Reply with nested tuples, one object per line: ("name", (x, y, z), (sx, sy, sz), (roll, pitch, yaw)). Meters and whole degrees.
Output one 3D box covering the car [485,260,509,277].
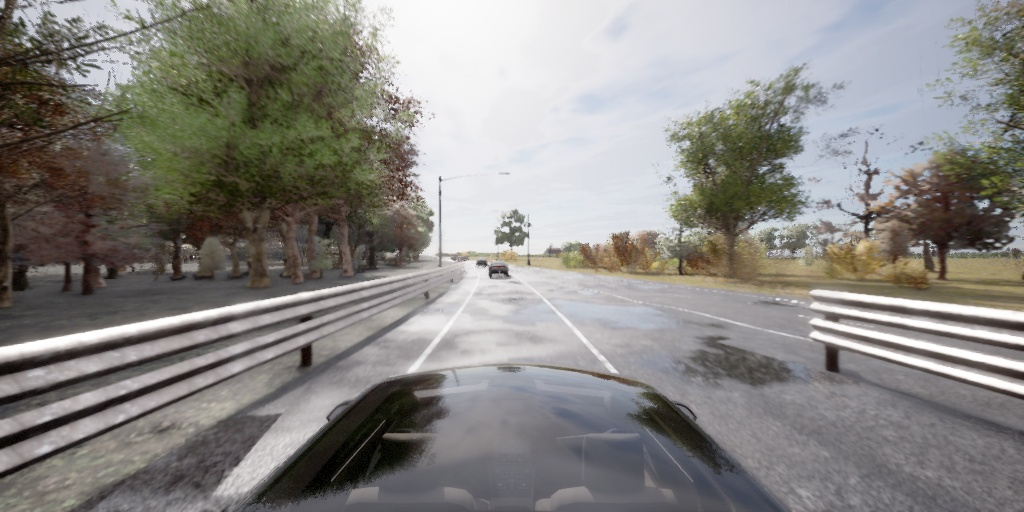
("car", (-1.403, 1.248, 35.579), (1.837, 1.490, 4.892), (0, -1, -6))
